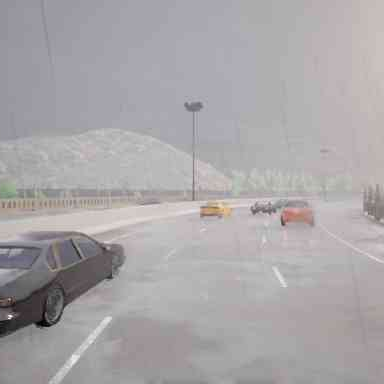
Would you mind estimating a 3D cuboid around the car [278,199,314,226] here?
[{"bbox_3d":[7.463,1.352,23.652,2.097,1.767,4.553,0,0,17],"label":"car"}]

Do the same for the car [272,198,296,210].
[{"bbox_3d":[11.950,1.562,42.945,1.994,1.385,4.181,0,0,29],"label":"car"}]

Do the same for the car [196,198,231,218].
[{"bbox_3d":[2.210,1.476,29.966,1.882,1.535,5.008,0,0,19],"label":"car"}]

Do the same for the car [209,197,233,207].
[{"bbox_3d":[4.577,1.562,51.430,1.994,1.385,4.181,0,0,32],"label":"car"}]

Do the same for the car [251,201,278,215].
[{"bbox_3d":[7.411,1.600,33.777,1.895,1.301,4.718,0,0,23],"label":"car"}]

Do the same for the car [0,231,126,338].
[{"bbox_3d":[-3.035,1.547,7.000,2.033,1.411,5.357,0,0,6],"label":"car"}]

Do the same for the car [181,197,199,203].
[{"bbox_3d":[0.097,1.476,50.770,1.882,1.535,5.008,0,0,31],"label":"car"}]

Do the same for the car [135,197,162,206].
[{"bbox_3d":[-6.076,1.504,46.670,1.837,1.490,4.892,0,0,27],"label":"car"}]
